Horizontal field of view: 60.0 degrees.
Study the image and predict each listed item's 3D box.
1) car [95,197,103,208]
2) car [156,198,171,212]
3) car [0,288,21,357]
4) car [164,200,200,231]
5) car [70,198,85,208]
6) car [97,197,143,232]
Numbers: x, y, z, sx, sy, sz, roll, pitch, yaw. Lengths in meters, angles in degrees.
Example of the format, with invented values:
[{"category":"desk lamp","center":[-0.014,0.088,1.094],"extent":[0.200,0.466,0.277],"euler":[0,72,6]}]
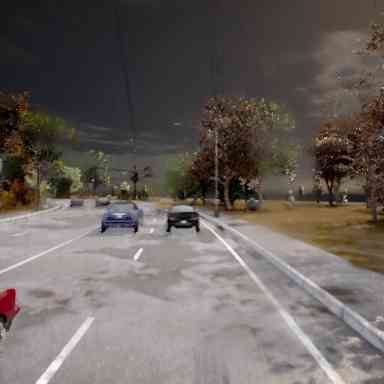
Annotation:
[{"category":"car","center":[-12.890,1.483,48.059],"extent":[1.882,1.535,5.008],"euler":[0,0,-17]},{"category":"car","center":[-3.133,1.490,38.788],"extent":[1.882,1.535,5.008],"euler":[0,0,-11]},{"category":"car","center":[-3.431,1.603,2.753],"extent":[1.895,1.301,4.718],"euler":[0,0,0]},{"category":"car","center":[-0.641,1.483,20.566],"extent":[1.882,1.535,5.008],"euler":[0,0,-4]},{"category":"car","center":[-16.445,1.548,47.902],"extent":[2.033,1.411,5.357],"euler":[0,0,-17]},{"category":"car","center":[-4.139,1.358,20.293],"extent":[2.097,1.767,4.553],"euler":[0,0,-4]}]
